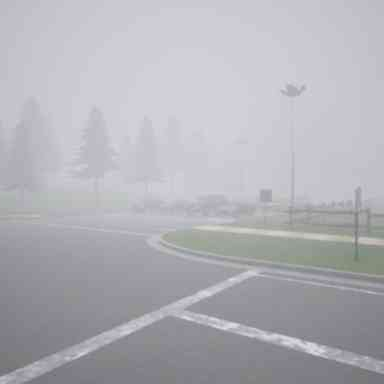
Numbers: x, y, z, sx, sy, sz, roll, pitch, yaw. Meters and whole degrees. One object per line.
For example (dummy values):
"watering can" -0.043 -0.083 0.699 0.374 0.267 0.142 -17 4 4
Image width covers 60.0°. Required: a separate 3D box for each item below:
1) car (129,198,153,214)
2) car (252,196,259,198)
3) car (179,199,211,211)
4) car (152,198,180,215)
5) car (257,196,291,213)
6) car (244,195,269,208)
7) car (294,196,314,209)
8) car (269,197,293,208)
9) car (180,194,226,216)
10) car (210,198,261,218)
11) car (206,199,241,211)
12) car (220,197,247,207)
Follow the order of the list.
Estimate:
"car" -4.723 1.407 36.353 2.097 1.767 4.553 0 0 35
"car" 7.446 1.566 41.482 1.812 1.442 4.674 0 0 35
"car" 0.448 1.656 43.711 1.895 1.301 4.718 0 0 35
"car" -1.521 1.525 34.822 1.882 1.535 5.008 0 0 35
"car" 9.674 1.510 38.578 1.882 1.535 5.008 0 0 35
"car" 9.941 1.400 51.104 2.097 1.767 4.553 0 0 35
"car" 15.573 1.384 46.944 2.097 1.767 4.553 0 0 35
"car" 13.391 1.545 49.922 1.837 1.490 4.892 0 0 35
"car" 1.572 1.261 33.139 2.150 2.045 5.566 0 0 35
"car" 4.129 1.579 30.688 2.033 1.411 5.357 0 0 35
"car" 4.124 1.595 42.857 2.033 1.411 5.357 0 0 35
"car" 6.603 1.603 52.452 2.033 1.411 5.357 0 0 35
